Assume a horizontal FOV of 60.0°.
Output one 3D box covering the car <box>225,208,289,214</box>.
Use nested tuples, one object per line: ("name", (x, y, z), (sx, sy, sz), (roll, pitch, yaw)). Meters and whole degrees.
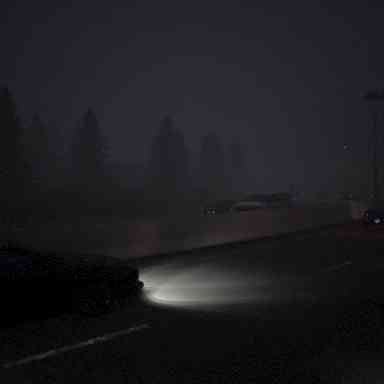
("car", (4.874, 0.996, 22.488), (2.150, 2.045, 5.566), (0, 1, 43))

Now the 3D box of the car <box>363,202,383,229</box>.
("car", (11.018, 1.252, 18.578), (1.812, 1.442, 4.674), (0, 1, 44))

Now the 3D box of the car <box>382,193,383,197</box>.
("car", (46.258, 0.306, 77.432), (1.801, 1.575, 5.366), (-1, 0, 6))

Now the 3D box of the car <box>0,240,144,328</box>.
("car", (-3.560, 1.552, 5.596), (5.357, 1.411, 2.033), (-1, 1, -36))

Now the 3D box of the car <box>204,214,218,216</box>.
("car", (2.364, 1.292, 24.954), (1.837, 1.490, 4.892), (0, 1, 43))
